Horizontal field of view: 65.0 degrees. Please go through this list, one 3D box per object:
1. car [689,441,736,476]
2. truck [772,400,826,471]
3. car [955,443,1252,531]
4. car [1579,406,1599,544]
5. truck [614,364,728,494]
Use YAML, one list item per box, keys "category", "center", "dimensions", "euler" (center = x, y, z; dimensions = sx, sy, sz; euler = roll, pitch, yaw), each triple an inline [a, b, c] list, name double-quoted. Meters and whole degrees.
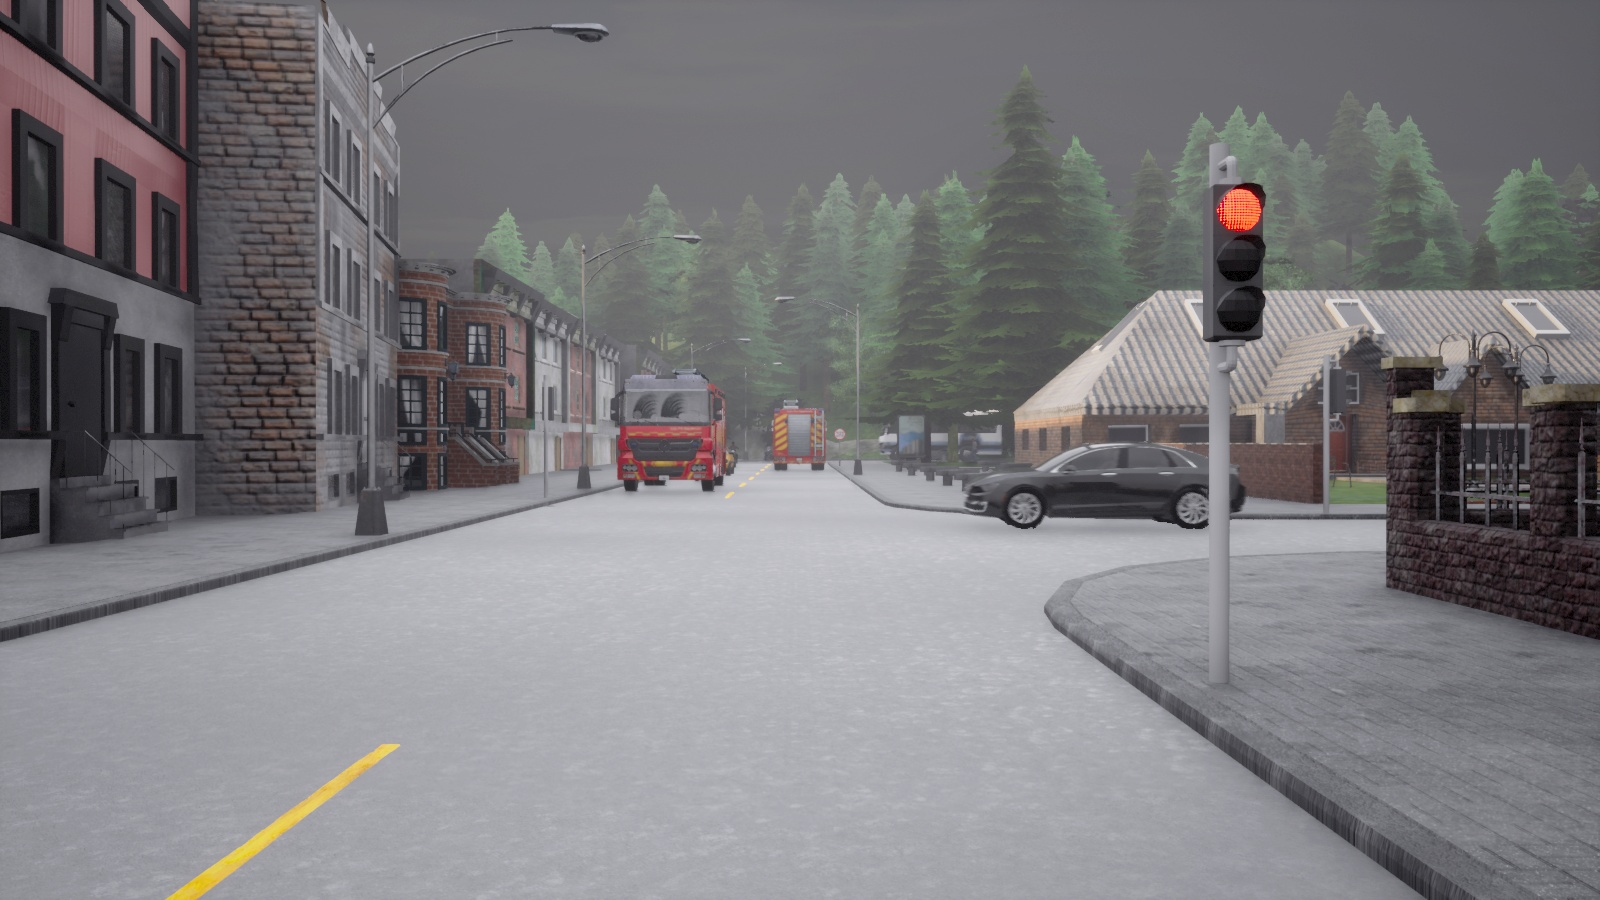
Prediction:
- category: "car"
  center: [-4.050, 0.350, 58.914]
  dimensions: [1.801, 1.575, 5.366]
  euler: [0, 0, 0]
- category: "truck"
  center: [-0.038, -0.825, 72.108]
  dimensions: [2.891, 3.827, 8.468]
  euler: [0, 0, 0]
- category: "car"
  center: [5.292, 0.629, 22.393]
  dimensions: [4.892, 1.490, 1.837]
  euler: [0, 0, 2]
- category: "car"
  center: [14.694, 0.375, 18.153]
  dimensions: [5.566, 2.045, 2.150]
  euler: [0, 0, -1]
- category: "truck"
  center: [-4.048, -0.654, 41.252]
  dimensions: [2.891, 3.827, 8.468]
  euler: [0, 0, 0]
